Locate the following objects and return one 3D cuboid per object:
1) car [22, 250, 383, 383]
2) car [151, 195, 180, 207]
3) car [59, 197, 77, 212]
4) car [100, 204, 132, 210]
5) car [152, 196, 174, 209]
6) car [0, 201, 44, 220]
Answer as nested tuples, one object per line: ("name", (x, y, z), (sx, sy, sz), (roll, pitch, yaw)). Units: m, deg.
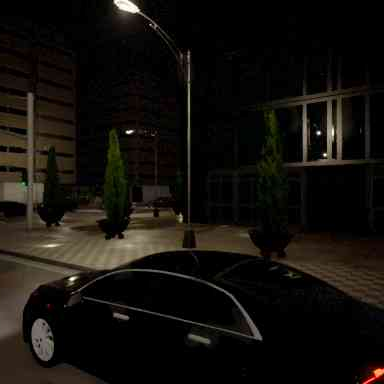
("car", (-0.196, 1.505, 4.129), (4.892, 1.490, 1.837), (0, 0, 36))
("car", (-4.129, 1.407, 51.950), (2.097, 1.767, 4.553), (0, 0, 35))
("car", (-15.016, 1.407, 36.522), (2.097, 1.767, 4.553), (0, 0, 35))
("car", (-9.894, 1.581, 43.774), (1.812, 1.442, 4.674), (0, 0, 35))
("car", (-3.051, 1.407, 47.085), (2.097, 1.767, 4.553), (0, 0, 35))
("car", (-15.640, 1.562, 29.212), (1.837, 1.490, 4.892), (0, 0, 35))
